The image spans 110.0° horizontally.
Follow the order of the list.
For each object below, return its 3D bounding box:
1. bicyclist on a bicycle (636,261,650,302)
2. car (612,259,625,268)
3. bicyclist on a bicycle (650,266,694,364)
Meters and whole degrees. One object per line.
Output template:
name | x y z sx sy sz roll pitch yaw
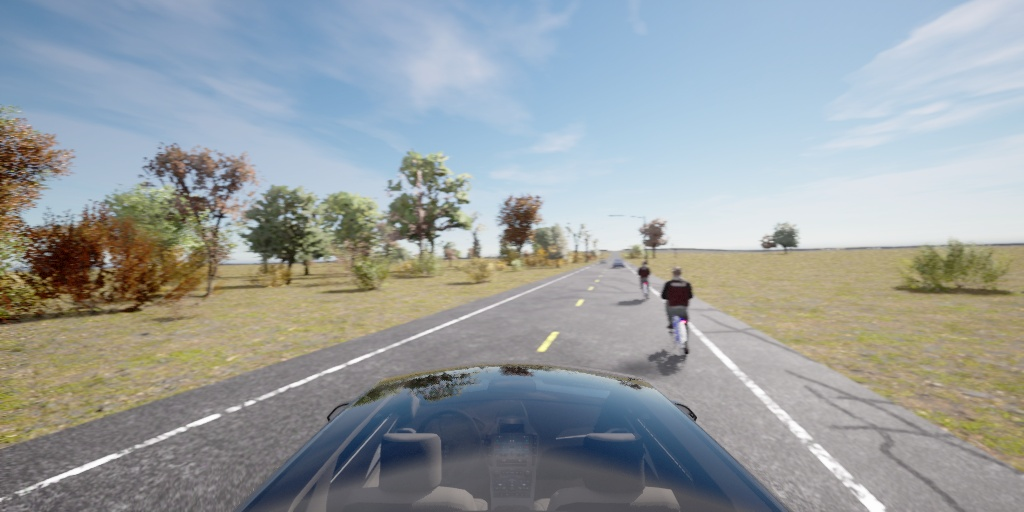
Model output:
bicyclist on a bicycle | 5.784 1.081 15.707 0.659 1.776 1.843 -2 0 16
car | 17.412 1.280 58.578 2.033 1.411 5.357 -2 0 17
bicyclist on a bicycle | 3.239 1.080 7.069 0.659 1.776 1.843 -2 0 17
